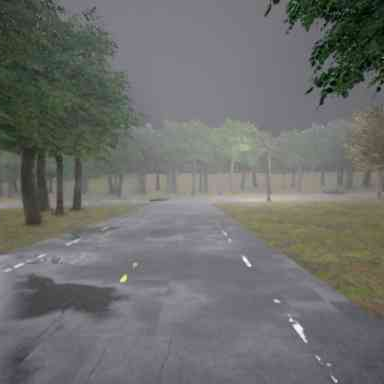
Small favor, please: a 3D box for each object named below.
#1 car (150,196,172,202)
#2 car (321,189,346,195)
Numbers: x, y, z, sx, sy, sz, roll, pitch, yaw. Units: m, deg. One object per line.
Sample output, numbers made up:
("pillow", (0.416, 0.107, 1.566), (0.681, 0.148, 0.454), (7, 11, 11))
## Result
("car", (-6.607, 1.590, 71.404), (4.718, 1.301, 1.895), (-2, 3, -1))
("car", (33.330, 0.003, 78.474), (5.357, 1.411, 2.033), (-2, 3, 0))
